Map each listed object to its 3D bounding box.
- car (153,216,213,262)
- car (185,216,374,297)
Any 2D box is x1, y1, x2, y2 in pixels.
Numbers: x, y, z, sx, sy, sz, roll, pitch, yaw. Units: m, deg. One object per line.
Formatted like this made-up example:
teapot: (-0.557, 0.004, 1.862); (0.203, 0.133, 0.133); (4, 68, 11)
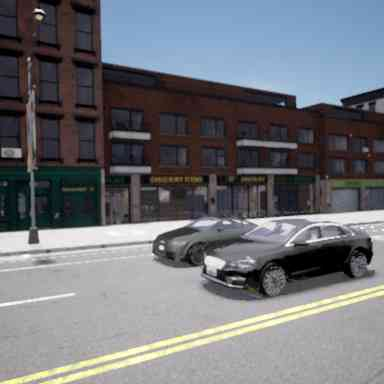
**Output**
car: (0.799, 1.515, 11.201); (4.181, 1.385, 1.994); (0, 0, -30)
car: (2.546, 1.447, 8.457); (4.902, 1.511, 2.128); (0, 0, -30)
